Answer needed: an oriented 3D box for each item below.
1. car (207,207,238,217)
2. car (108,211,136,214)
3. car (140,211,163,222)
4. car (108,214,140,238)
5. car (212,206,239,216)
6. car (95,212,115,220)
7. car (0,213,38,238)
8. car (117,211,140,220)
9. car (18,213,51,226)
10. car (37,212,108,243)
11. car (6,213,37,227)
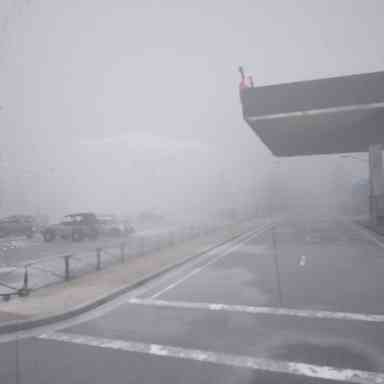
[{"bbox_3d":[5.164,3.437,57.841,5.027,1.636,2.152,-3,-2,20],"label":"car"},{"bbox_3d":[-9.502,3.349,39.914,4.514,1.523,2.007,-3,-2,20],"label":"car"},{"bbox_3d":[-6.069,3.583,49.295,3.633,1.501,1.845,-3,-2,20],"label":"car"},{"bbox_3d":[-6.416,2.727,25.608,3.806,1.475,1.970,-3,-2,20],"label":"car"},{"bbox_3d":[6.180,3.516,60.808,4.514,1.523,2.007,-3,-2,20],"label":"car"},{"bbox_3d":[-18.284,4.949,69.597,3.633,1.501,1.845,-3,-2,20],"label":"car"},{"bbox_3d":[-14.408,2.918,28.448,4.605,1.855,1.932,-3,-2,20],"label":"car"},{"bbox_3d":[-12.322,4.496,64.286,3.806,1.475,1.970,-3,-2,20],"label":"car"},{"bbox_3d":[-24.734,4.280,52.178,4.605,1.855,1.932,-3,-2,20],"label":"car"},{"bbox_3d":[-8.131,2.404,22.699,3.866,1.878,1.905,-3,-2,20],"label":"car"},{"bbox_3d":[-25.333,4.175,49.307,3.866,1.878,1.905,-3,-2,20],"label":"car"}]
